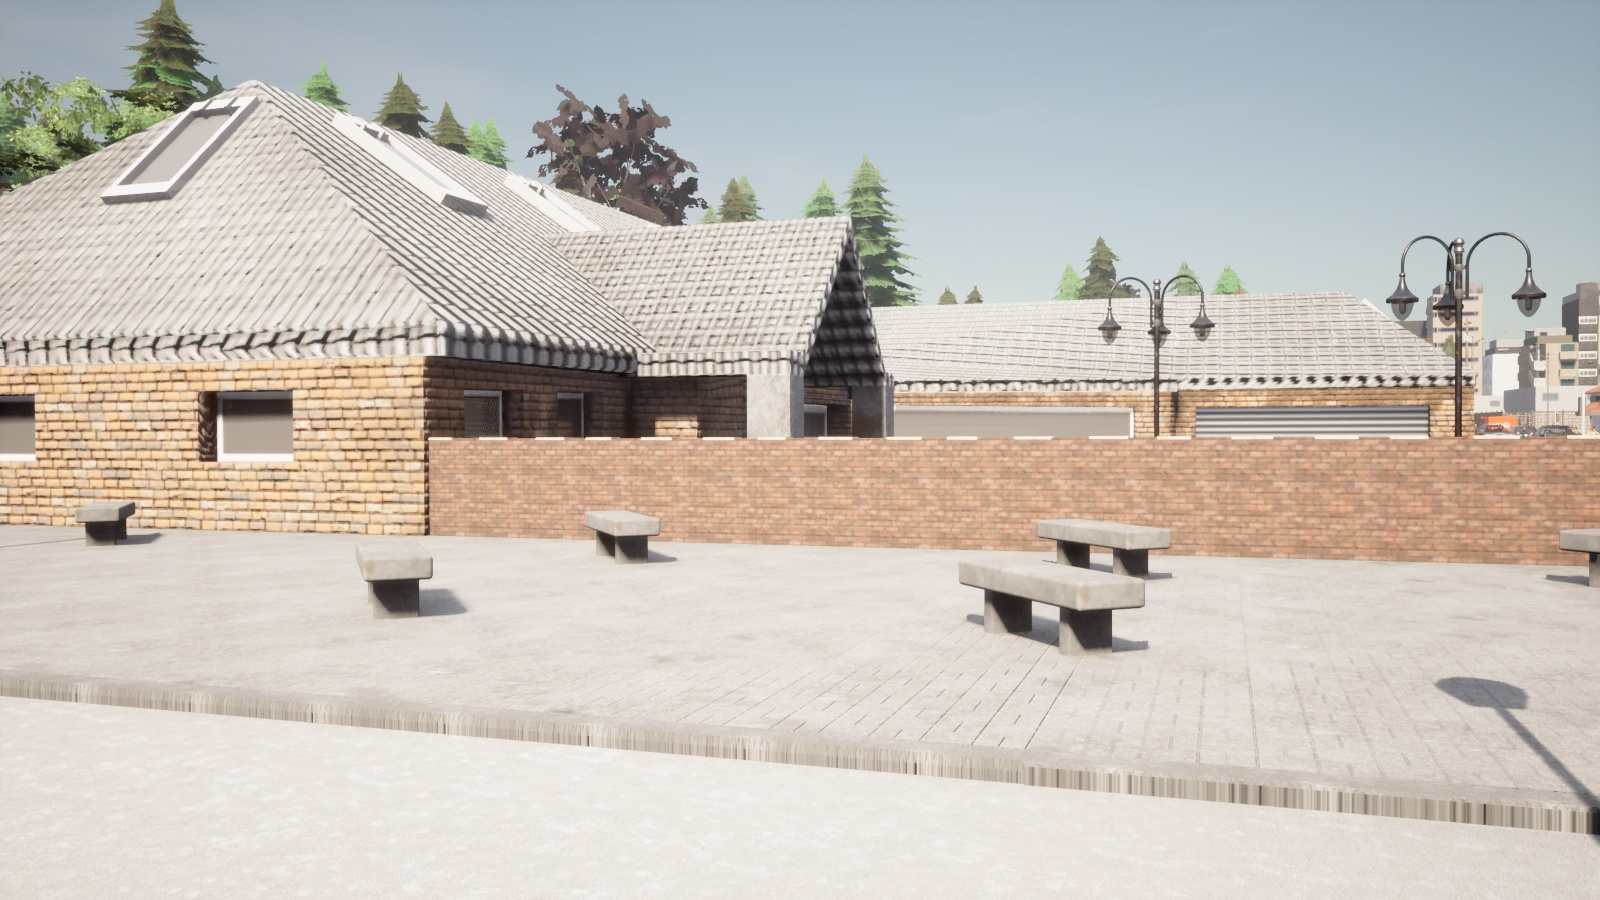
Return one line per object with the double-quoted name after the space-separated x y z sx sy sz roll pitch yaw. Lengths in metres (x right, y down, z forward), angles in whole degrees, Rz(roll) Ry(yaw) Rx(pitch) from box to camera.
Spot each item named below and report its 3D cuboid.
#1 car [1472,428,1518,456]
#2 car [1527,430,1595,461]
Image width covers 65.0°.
48.048 -0.568 86.887 1.932 1.855 4.605 1 1 19 "car"
42.318 -0.290 69.938 2.242 1.667 4.611 1 1 19 "car"
